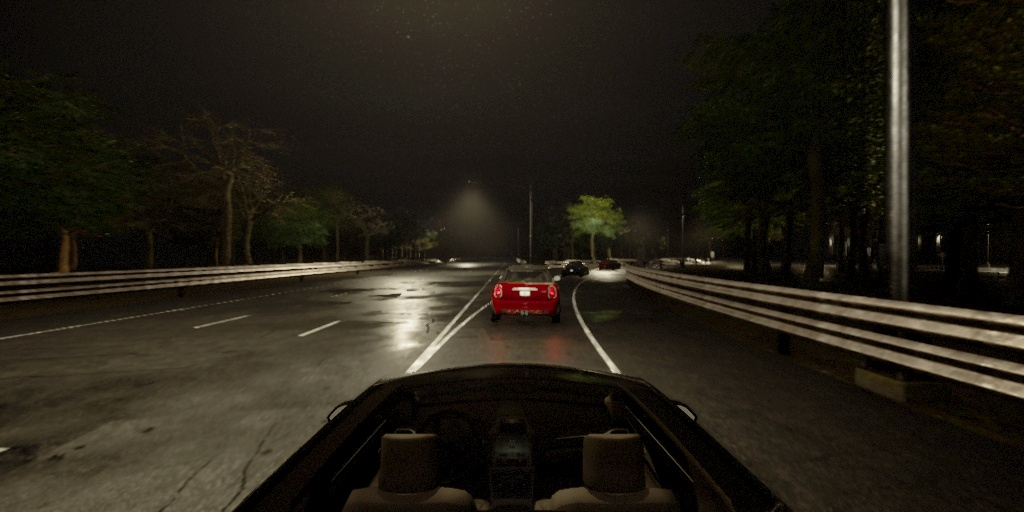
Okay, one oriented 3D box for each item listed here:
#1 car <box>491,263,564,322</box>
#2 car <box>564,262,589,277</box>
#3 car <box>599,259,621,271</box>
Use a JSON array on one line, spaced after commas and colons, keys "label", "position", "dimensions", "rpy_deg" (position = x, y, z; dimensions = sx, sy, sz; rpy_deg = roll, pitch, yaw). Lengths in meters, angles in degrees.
[{"label": "car", "position": [0.609, 1.096, 12.471], "dimensions": [2.097, 1.767, 4.553], "rpy_deg": [0, 0, 6]}, {"label": "car", "position": [6.196, 1.297, 34.741], "dimensions": [1.994, 1.385, 4.181], "rpy_deg": [0, 0, 22]}, {"label": "car", "position": [13.366, 1.210, 48.718], "dimensions": [1.882, 1.535, 5.008], "rpy_deg": [0, 0, 32]}]
